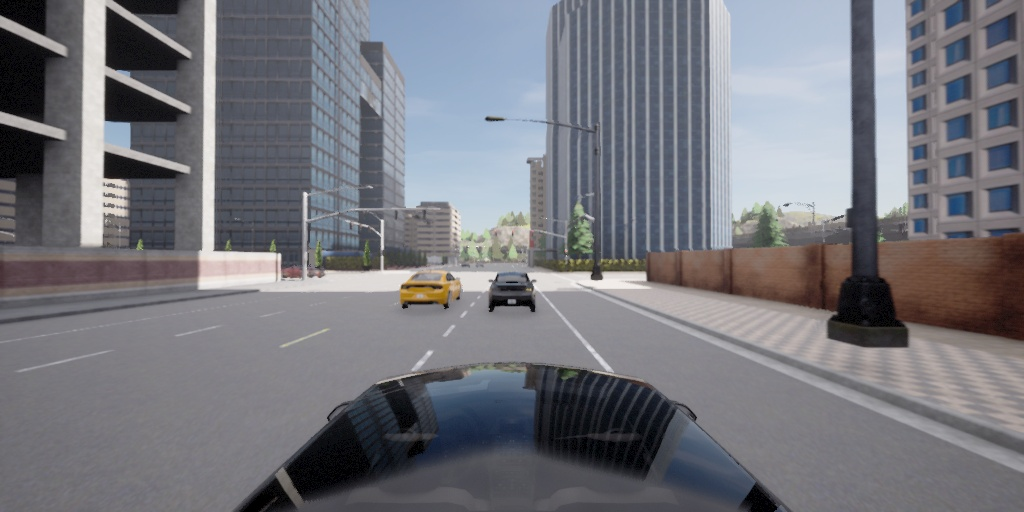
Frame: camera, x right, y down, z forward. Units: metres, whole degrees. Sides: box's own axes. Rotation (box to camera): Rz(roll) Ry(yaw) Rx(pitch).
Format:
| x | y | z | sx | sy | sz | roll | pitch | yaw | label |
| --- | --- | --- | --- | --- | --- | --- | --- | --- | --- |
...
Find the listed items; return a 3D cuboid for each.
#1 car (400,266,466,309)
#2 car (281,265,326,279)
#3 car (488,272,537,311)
| x | y | z | sx | sy | sz | roll | pitch | yaw | label |
| --- | --- | --- | --- | --- | --- | --- | --- | --- | --- |
| -3.473 | 1.386 | 16.072 | 1.882 | 1.535 | 5.008 | 0 | 0 | 1 | car |
| -21.512 | 1.651 | 36.932 | 4.181 | 1.385 | 1.994 | 0 | -1 | -1 | car |
| 0.020 | 1.408 | 15.346 | 1.837 | 1.490 | 4.892 | 0 | 0 | 1 | car |
